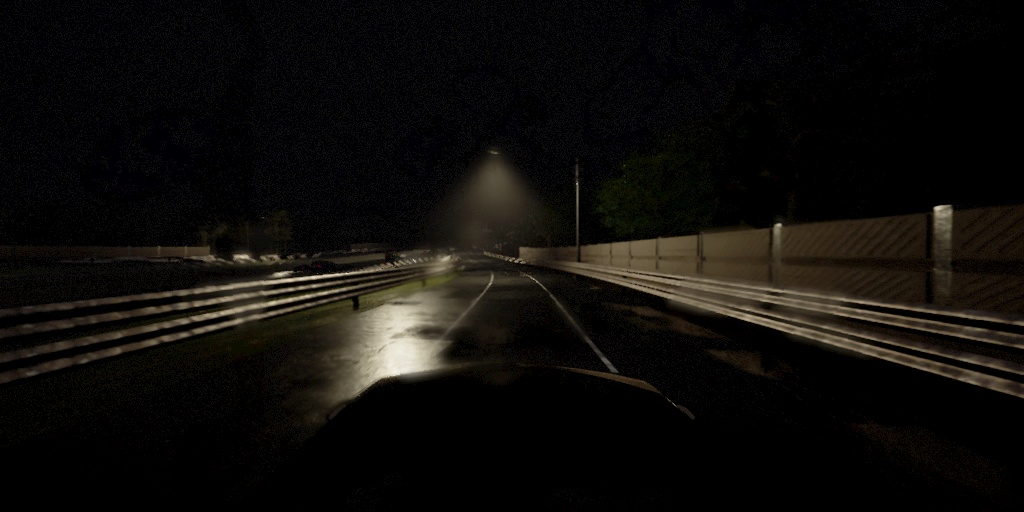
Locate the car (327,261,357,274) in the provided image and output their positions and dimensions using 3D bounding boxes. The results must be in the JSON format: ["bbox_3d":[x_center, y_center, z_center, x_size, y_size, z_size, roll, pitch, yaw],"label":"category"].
[{"bbox_3d":[-27.412,1.917,58.759,1.882,1.535,5.008,0,3,8],"label":"car"}]
